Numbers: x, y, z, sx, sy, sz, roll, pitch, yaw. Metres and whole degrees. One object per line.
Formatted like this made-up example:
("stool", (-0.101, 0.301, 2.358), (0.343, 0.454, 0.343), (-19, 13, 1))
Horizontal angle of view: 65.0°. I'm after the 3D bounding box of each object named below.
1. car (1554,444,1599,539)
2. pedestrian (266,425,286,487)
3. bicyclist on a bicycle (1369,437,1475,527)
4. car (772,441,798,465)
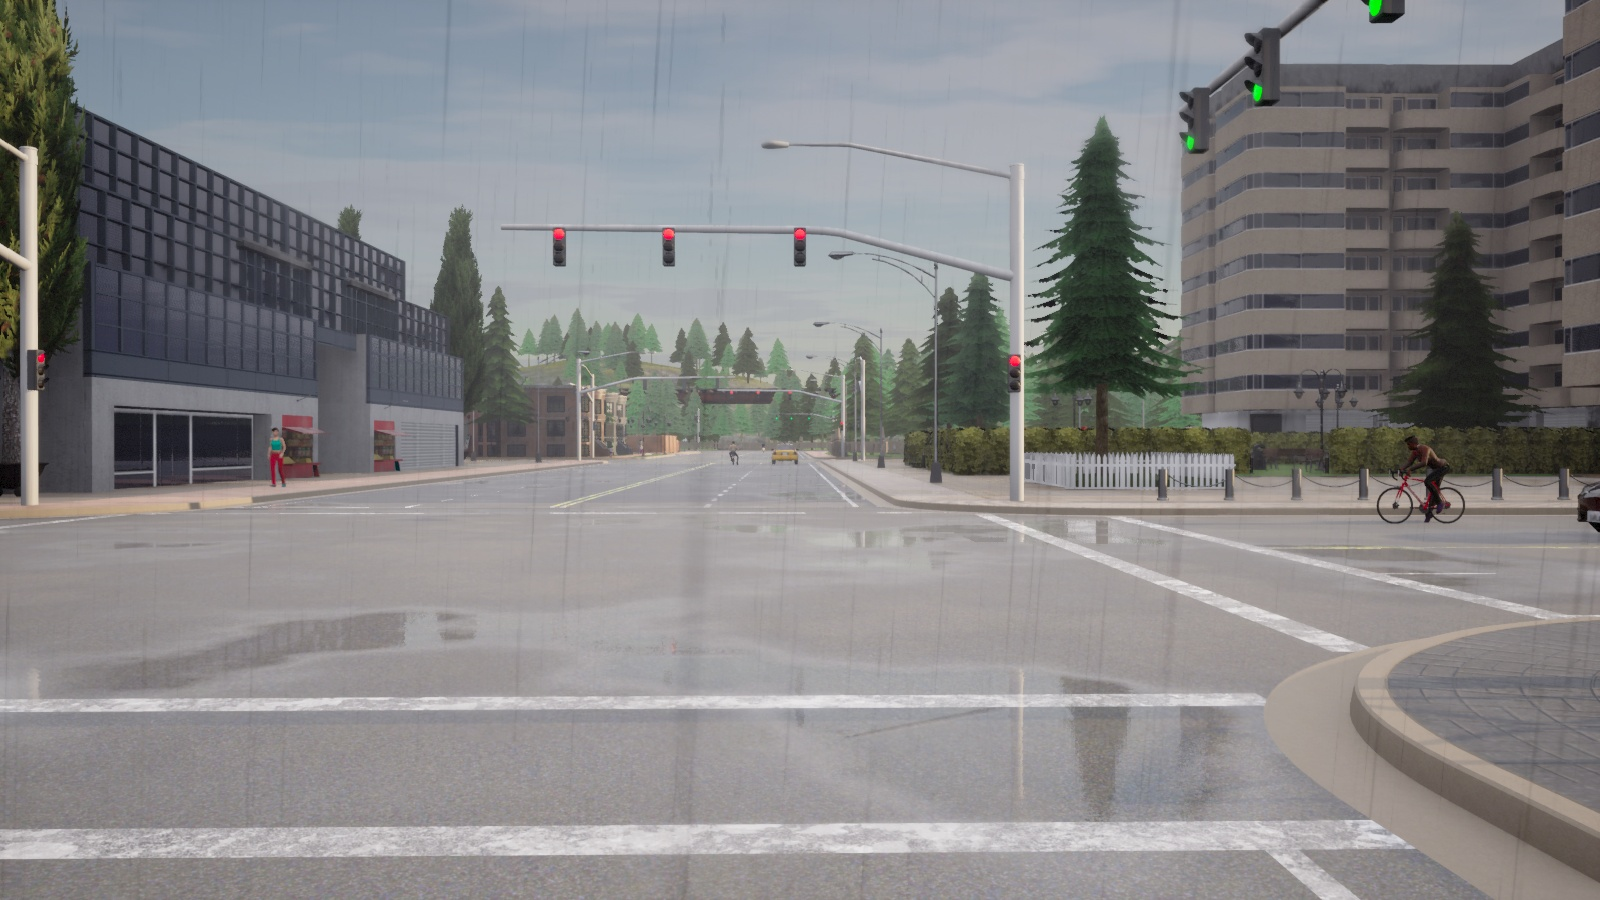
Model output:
("car", (14.827, 0.647, 19.625), (4.792, 1.488, 2.163), (0, 0, -1))
("pedestrian", (-15.847, 0.178, 37.978), (0.345, 1.836, 0.594), (0, 0, -1))
("bicyclist on a bicycle", (11.414, 0.578, 23.080), (1.656, 1.620, 0.582), (0, 0, -1))
("car", (-1.048, 0.189, 87.747), (1.801, 1.575, 5.366), (0, 0, -1))
